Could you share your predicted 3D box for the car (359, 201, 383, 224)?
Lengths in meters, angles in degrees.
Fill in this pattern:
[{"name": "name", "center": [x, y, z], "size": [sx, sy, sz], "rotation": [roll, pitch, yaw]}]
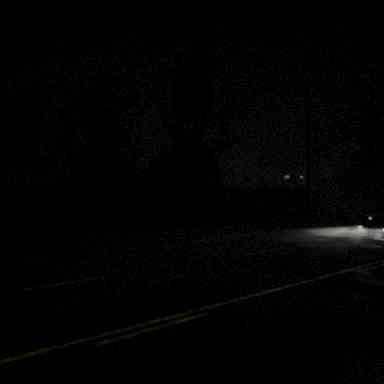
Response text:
[{"name": "car", "center": [12.811, 1.306, 21.604], "size": [4.902, 1.511, 2.128], "rotation": [-1, 0, -35]}]
